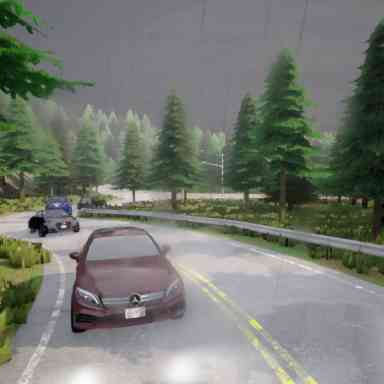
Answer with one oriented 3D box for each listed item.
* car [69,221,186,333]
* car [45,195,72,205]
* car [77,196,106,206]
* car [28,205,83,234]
[{"bbox_3d":[-1.529,1.523,7.111,1.812,1.442,4.674,-2,0,-17],"label":"car"},{"bbox_3d":[-12.899,1.326,32.239,2.150,2.045,5.566,-1,0,-18],"label":"car"},{"bbox_3d":[-12.767,1.289,42.832,2.097,1.767,4.553,2,2,13],"label":"car"},{"bbox_3d":[-7.983,1.682,19.065,1.994,1.385,4.181,-4,2,-38],"label":"car"}]
